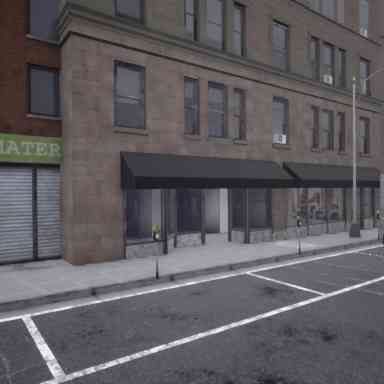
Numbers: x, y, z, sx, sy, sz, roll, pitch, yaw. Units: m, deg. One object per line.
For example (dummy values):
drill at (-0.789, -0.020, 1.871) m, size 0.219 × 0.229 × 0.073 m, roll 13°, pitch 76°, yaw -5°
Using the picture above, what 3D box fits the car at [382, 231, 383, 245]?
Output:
car at (9.281, 1.539, 13.197) m, size 4.507 × 1.381 × 1.887 m, roll 0°, pitch -1°, yaw -36°
